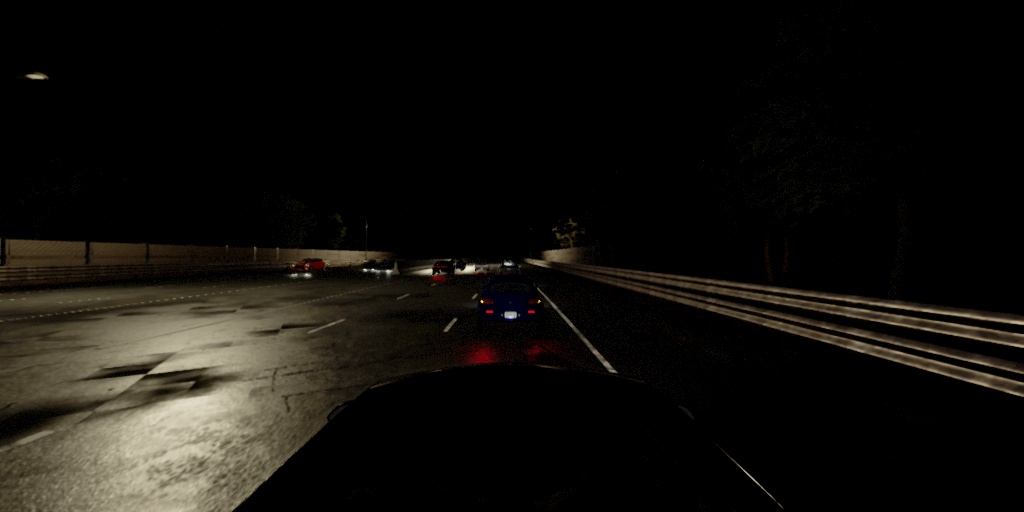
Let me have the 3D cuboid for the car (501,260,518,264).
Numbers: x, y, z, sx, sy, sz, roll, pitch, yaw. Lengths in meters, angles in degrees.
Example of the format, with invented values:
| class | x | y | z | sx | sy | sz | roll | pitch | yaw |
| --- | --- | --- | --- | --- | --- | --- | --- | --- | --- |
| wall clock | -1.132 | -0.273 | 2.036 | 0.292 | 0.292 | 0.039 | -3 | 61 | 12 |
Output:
| class | x | y | z | sx | sy | sz | roll | pitch | yaw |
| --- | --- | --- | --- | --- | --- | --- | --- | --- | --- |
| car | -0.213 | 1.261 | 31.585 | 2.128 | 1.511 | 4.902 | 0 | 0 | -1 |

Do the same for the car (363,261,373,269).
| class | x | y | z | sx | sy | sz | roll | pitch | yaw |
| --- | --- | --- | --- | --- | --- | --- | --- | --- | --- |
| car | -21.849 | 1.332 | 56.984 | 2.033 | 1.411 | 5.357 | 0 | 0 | -1 |

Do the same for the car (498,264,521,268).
| class | x | y | z | sx | sy | sz | roll | pitch | yaw |
| --- | --- | --- | --- | --- | --- | --- | --- | --- | --- |
| car | -0.154 | 1.362 | 21.751 | 1.895 | 1.301 | 4.718 | 0 | 0 | -1 |

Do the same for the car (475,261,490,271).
| class | x | y | z | sx | sy | sz | roll | pitch | yaw |
| --- | --- | --- | --- | --- | --- | --- | --- | --- | --- |
| car | -4.077 | 1.386 | 50.107 | 1.895 | 1.301 | 4.718 | 0 | 0 | -1 |

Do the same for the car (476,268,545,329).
| class | x | y | z | sx | sy | sz | roll | pitch | yaw |
| --- | --- | --- | --- | --- | --- | --- | --- | --- | --- |
| car | -0.047 | 1.278 | 11.085 | 1.812 | 1.442 | 4.674 | 0 | 0 | 0 |

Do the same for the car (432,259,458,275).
| class | x | y | z | sx | sy | sz | roll | pitch | yaw |
| --- | --- | --- | --- | --- | --- | --- | --- | --- | --- |
| car | -7.353 | 1.278 | 38.847 | 1.837 | 1.490 | 4.892 | 0 | 0 | -1 |

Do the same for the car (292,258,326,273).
| class | x | y | z | sx | sy | sz | roll | pitch | yaw |
| --- | --- | --- | --- | --- | --- | --- | --- | --- | --- |
| car | -25.164 | 1.026 | 44.572 | 2.097 | 1.767 | 4.553 | 1 | 1 | -1 |

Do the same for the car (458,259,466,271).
| class | x | y | z | sx | sy | sz | roll | pitch | yaw |
| --- | --- | --- | --- | --- | --- | --- | --- | --- | --- |
| car | -7.568 | 1.136 | 49.638 | 2.097 | 1.767 | 4.553 | 0 | 0 | -1 |

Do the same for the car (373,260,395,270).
| class | x | y | z | sx | sy | sz | roll | pitch | yaw |
| --- | --- | --- | --- | --- | --- | --- | --- | --- | --- |
| car | -18.296 | 1.307 | 52.709 | 1.812 | 1.442 | 4.674 | 0 | 0 | -1 |
